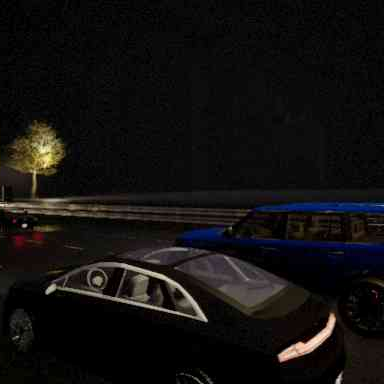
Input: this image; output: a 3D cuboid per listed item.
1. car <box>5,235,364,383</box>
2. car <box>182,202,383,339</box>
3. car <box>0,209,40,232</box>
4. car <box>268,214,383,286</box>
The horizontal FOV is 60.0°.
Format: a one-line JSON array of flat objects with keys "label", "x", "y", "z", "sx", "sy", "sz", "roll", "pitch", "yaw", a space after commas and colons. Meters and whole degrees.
[{"label": "car", "x": -0.632, "y": 1.509, "z": 4.446, "sx": 4.902, "sy": 1.511, "sz": 2.128, "roll": 0, "pitch": 0, "yaw": 36}, {"label": "car", "x": 2.061, "y": 1.235, "z": 6.825, "sx": 5.566, "sy": 2.045, "sz": 2.150, "roll": 0, "pitch": 0, "yaw": 36}, {"label": "car", "x": -11.694, "y": 1.708, "z": 20.962, "sx": 4.718, "sy": 1.301, "sz": 1.895, "roll": 0, "pitch": 0, "yaw": 36}, {"label": "car", "x": 4.842, "y": 1.500, "z": 9.138, "sx": 4.902, "sy": 1.511, "sz": 2.128, "roll": 0, "pitch": 0, "yaw": 36}]
